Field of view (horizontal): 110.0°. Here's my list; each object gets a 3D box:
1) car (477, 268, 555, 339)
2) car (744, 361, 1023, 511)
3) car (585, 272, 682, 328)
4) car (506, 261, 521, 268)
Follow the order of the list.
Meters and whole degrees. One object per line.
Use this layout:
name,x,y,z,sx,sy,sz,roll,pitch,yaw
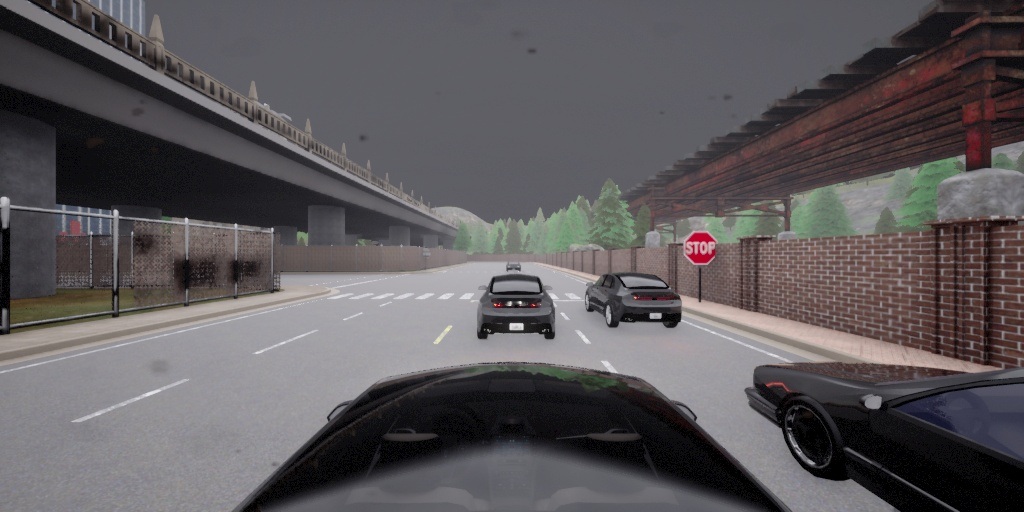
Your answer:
car,0.099,1.255,10.034,1.837,1.490,4.892,0,0,0
car,3.600,1.297,1.647,2.033,1.411,5.357,0,0,0
car,3.600,1.255,11.393,1.837,1.490,4.892,0,0,0
car,0.184,1.351,46.316,1.895,1.301,4.718,0,0,-1
